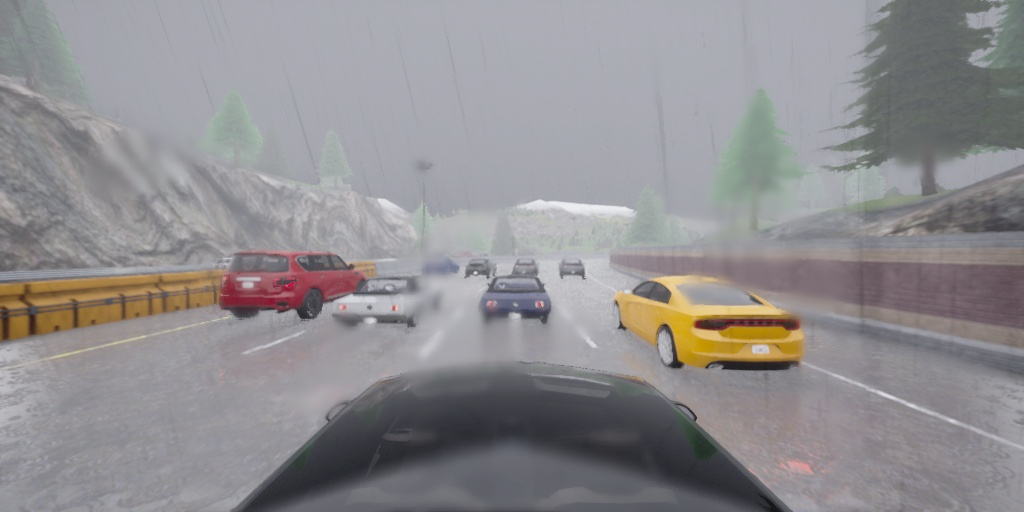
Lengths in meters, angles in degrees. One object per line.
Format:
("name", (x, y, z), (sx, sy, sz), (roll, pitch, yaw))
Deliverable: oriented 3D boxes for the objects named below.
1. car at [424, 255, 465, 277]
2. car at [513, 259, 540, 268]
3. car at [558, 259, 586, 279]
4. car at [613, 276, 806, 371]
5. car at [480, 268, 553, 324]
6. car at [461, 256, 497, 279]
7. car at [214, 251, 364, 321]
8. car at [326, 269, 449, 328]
("car", (-5.699, 0.907, 29.701), (1.882, 1.535, 5.008), (0, 1, 7))
("car", (1.153, 0.942, 28.132), (2.128, 1.511, 4.902), (0, 1, 7))
("car", (4.672, 0.944, 28.123), (2.128, 1.511, 4.902), (0, 1, 7))
("car", (3.608, 1.162, 7.656), (1.882, 1.535, 5.008), (0, 1, 0))
("car", (0.131, 1.241, 11.414), (1.895, 1.301, 4.718), (0, 1, 0))
("car", (-2.354, 0.952, 28.228), (1.837, 1.490, 4.892), (0, 1, 7))
("car", (-6.858, 0.850, 12.072), (2.150, 2.045, 5.566), (0, 1, 1))
("car", (-3.371, 1.246, 10.828), (1.895, 1.301, 4.718), (0, 1, 0))
